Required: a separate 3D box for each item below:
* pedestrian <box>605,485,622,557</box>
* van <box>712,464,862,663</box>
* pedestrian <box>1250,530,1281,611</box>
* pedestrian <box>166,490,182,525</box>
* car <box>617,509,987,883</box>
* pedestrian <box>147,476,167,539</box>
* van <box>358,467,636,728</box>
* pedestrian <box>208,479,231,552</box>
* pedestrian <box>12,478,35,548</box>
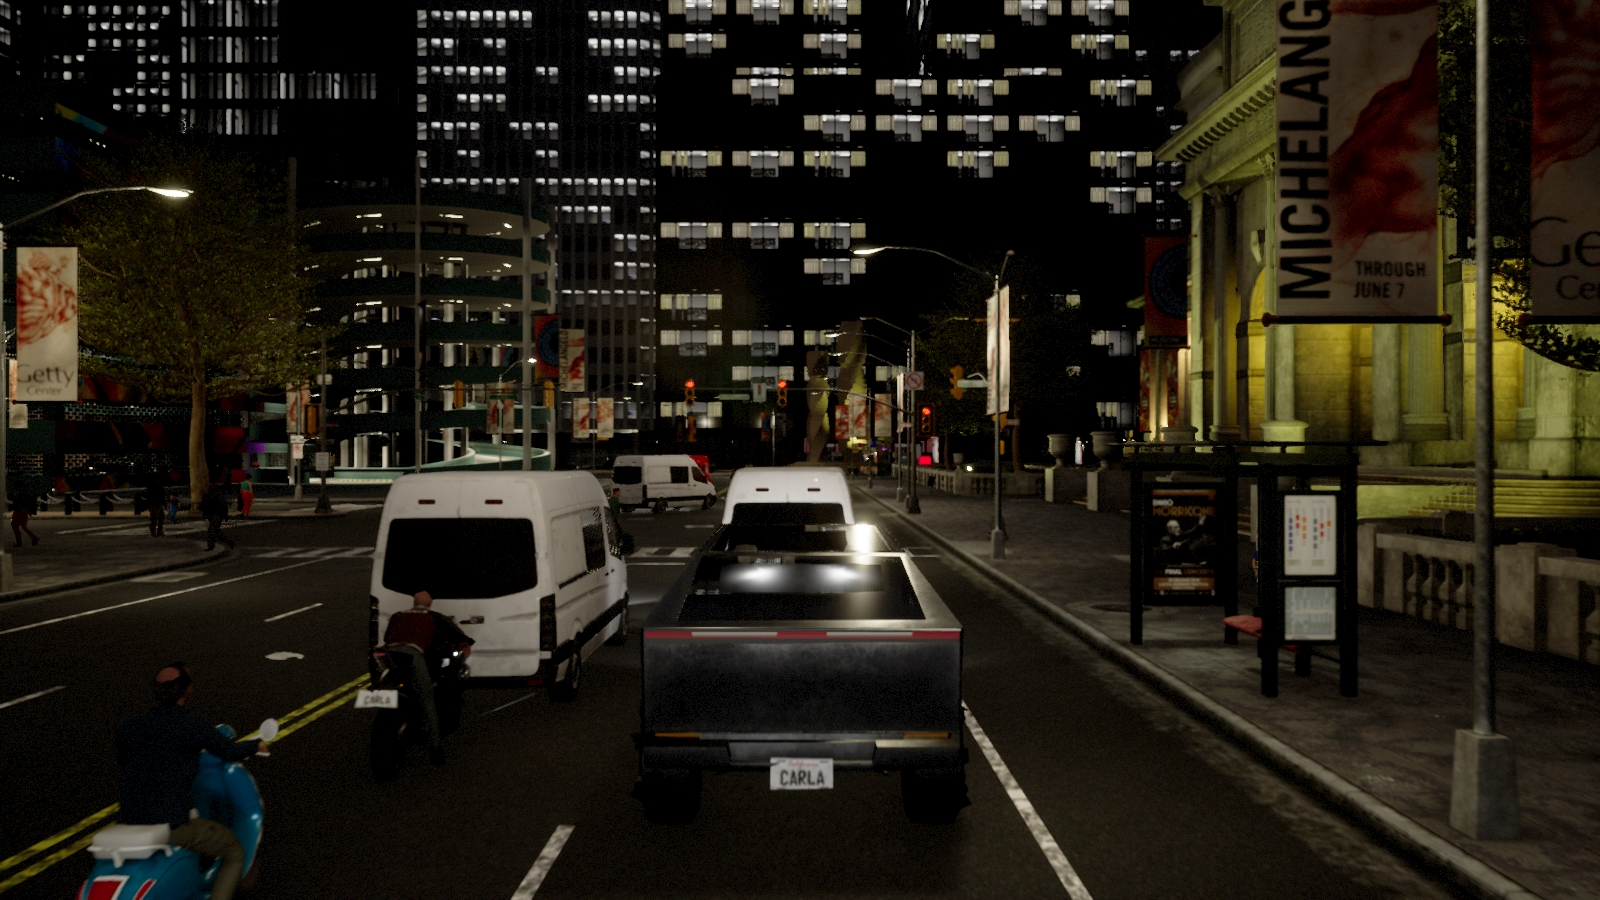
[{"bbox_3d":[-4.873,1.849,29.889,0.375,1.860,0.375,0,0,0],"label":"pedestrian"},{"bbox_3d":[-0.088,1.535,18.086,1.988,2.561,5.915,0,0,2],"label":"van"},{"bbox_3d":[7.681,1.979,18.863,0.375,1.300,0.375,0,0,3],"label":"pedestrian"},{"bbox_3d":[-23.323,2.129,42.562,0.375,1.300,0.375,0,0,0],"label":"pedestrian"},{"bbox_3d":[0.013,1.754,10.527,2.390,2.098,6.274,0,0,0],"label":"car"},{"bbox_3d":[-19.166,1.697,34.071,0.375,1.860,0.375,0,0,31],"label":"pedestrian"},{"bbox_3d":[-3.497,1.535,14.545,1.988,2.561,5.915,0,0,0],"label":"van"},{"bbox_3d":[-15.137,1.697,29.791,0.375,1.860,0.375,0,0,31],"label":"pedestrian"},{"bbox_3d":[-20.971,1.697,30.864,0.375,1.860,0.375,0,0,-4],"label":"pedestrian"}]
